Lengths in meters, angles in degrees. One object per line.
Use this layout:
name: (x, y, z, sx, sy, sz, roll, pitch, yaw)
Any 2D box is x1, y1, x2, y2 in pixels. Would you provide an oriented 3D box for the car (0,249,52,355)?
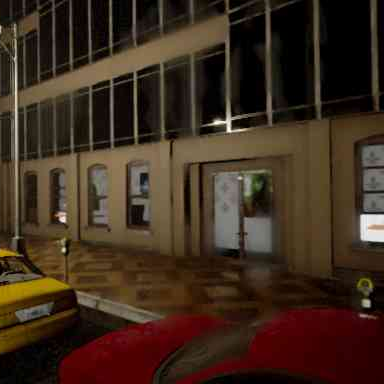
car: (-3.893, 1.508, 5.627, 4.829, 1.417, 1.752, 0, -1, 36)

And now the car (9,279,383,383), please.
car: (0.885, 1.544, 2.220, 4.507, 1.381, 1.887, 0, -1, 36)
